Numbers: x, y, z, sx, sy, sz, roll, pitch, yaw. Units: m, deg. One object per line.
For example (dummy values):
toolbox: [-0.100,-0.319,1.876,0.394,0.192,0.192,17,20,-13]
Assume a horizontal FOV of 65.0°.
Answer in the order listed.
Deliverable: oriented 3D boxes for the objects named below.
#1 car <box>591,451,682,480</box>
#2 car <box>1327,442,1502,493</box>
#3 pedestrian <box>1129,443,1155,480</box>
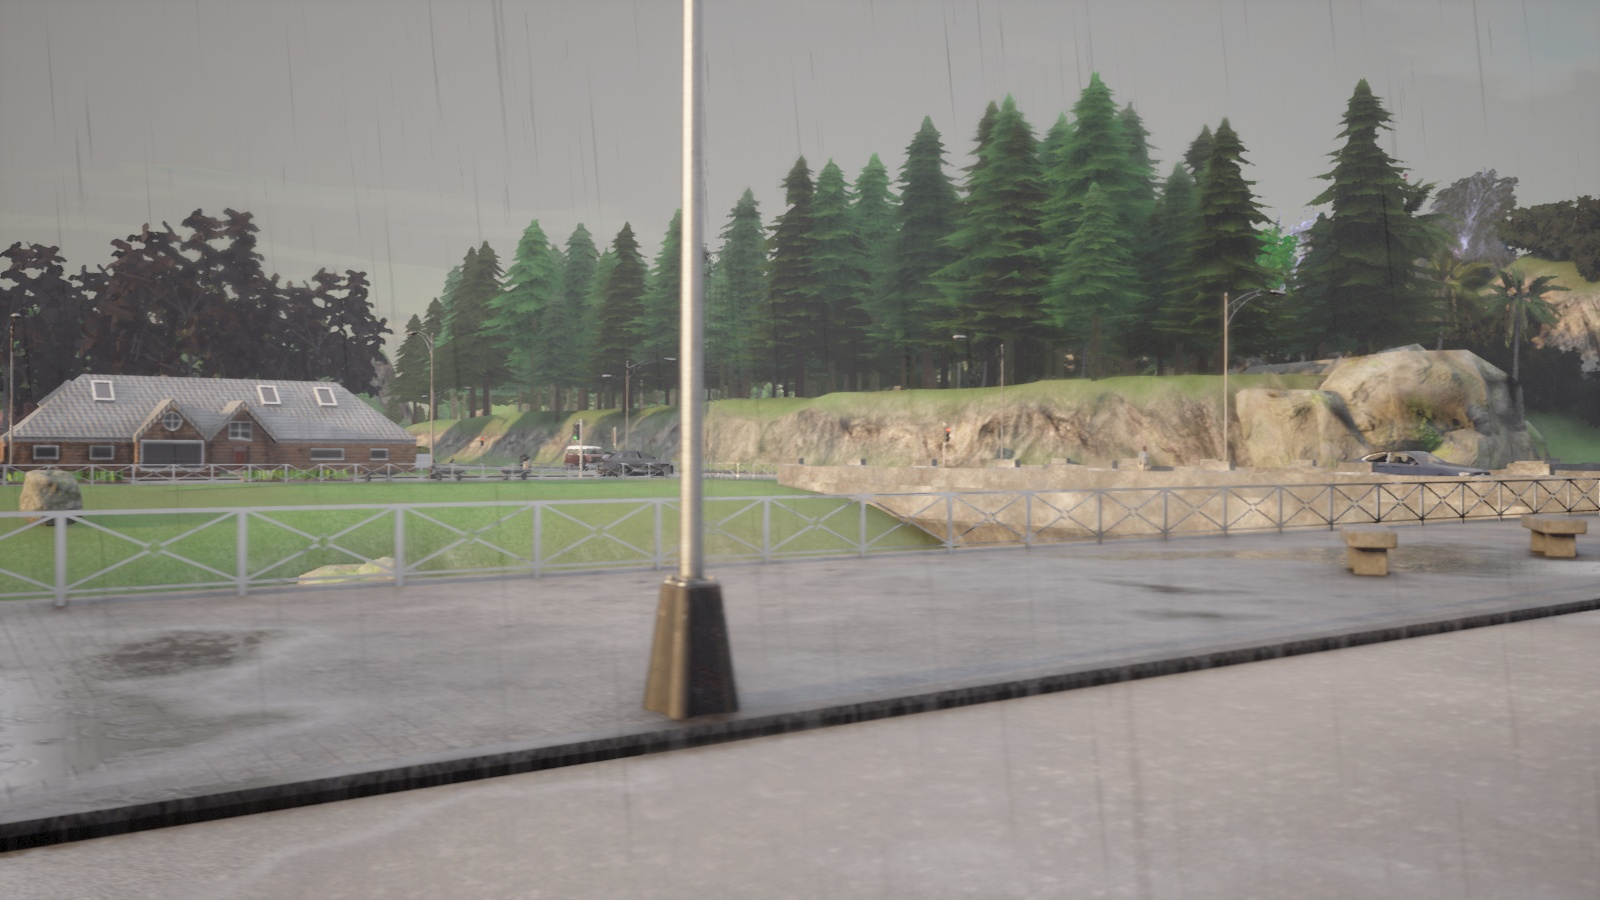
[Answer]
car: [-9.445,0.873,72.814,4.856,1.649,2.033,0,0,-35]
car: [21.190,0.585,43.495,2.152,1.651,5.027,0,0,-35]
pedestrian: [17.178,0.573,63.030,0.874,1.855,0.900,0,0,-34]
